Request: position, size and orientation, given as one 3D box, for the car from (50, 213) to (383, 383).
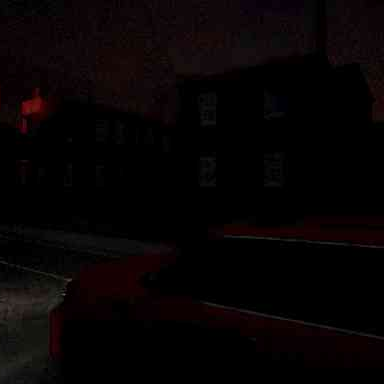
[{"bbox_3d":[1.016,1.230,3.151,5.566,2.045,2.150,0,0,35],"label":"car"}]
